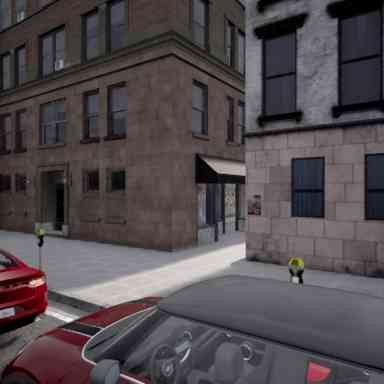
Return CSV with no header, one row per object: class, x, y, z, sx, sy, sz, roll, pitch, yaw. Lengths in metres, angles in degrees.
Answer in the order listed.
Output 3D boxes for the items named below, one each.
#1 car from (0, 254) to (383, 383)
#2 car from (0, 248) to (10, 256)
car,0.250,1.440,2.626,4.097,1.590,1.967,0,0,35
car,-4.398,1.545,5.894,4.507,1.381,1.887,0,0,35
